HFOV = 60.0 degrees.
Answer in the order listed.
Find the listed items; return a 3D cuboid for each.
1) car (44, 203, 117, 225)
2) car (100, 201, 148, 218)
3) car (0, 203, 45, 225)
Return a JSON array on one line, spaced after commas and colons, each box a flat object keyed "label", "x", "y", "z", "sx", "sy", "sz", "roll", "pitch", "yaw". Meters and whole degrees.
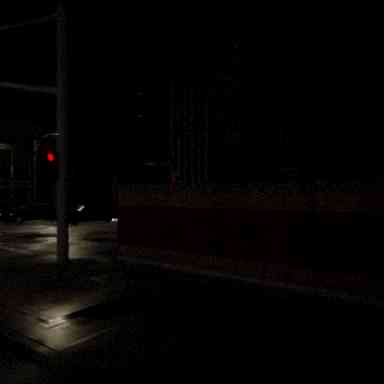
[{"label": "car", "x": -7.960, "y": 1.641, "z": 25.264, "sx": 2.033, "sy": 1.411, "sz": 5.357, "roll": 0, "pitch": 0, "yaw": 36}, {"label": "car", "x": -6.688, "y": 1.627, "z": 32.989, "sx": 1.812, "sy": 1.442, "sz": 4.674, "roll": 0, "pitch": 0, "yaw": 36}, {"label": "car", "x": -12.122, "y": 1.592, "z": 25.480, "sx": 2.128, "sy": 1.511, "sz": 4.902, "roll": 0, "pitch": 0, "yaw": 36}]
